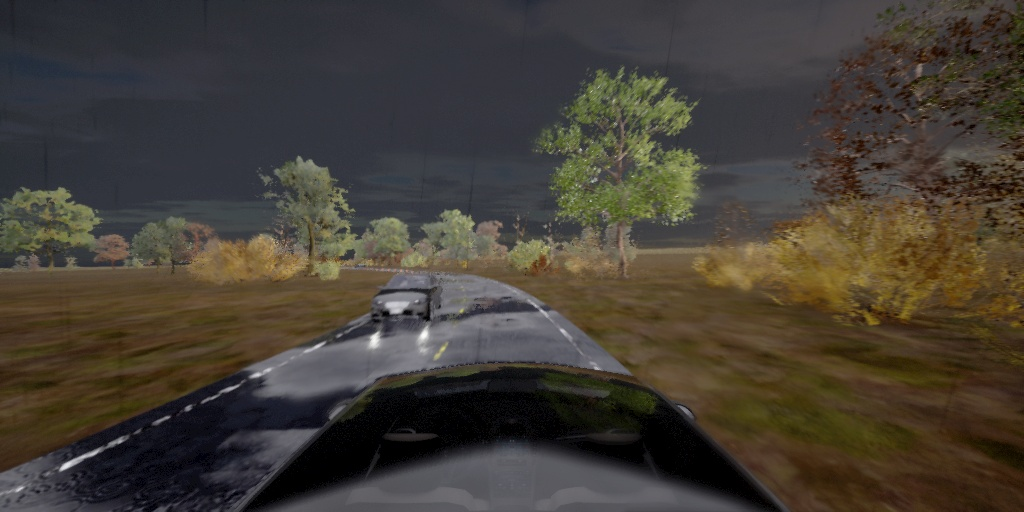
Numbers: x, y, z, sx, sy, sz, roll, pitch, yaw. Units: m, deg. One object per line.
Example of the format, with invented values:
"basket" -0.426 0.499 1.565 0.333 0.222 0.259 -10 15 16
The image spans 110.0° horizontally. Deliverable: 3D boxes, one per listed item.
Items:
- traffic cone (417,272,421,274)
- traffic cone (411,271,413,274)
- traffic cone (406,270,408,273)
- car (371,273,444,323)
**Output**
"traffic cone" -11.116 2.194 43.711 0.340 0.580 0.340 0 0 -19
"traffic cone" -14.715 2.331 52.808 0.340 0.580 0.340 0 0 -24
"traffic cone" -16.781 2.404 57.243 0.340 0.580 0.340 0 0 -26
"car" -3.595 1.377 12.970 2.128 1.511 4.902 -1 0 -5
